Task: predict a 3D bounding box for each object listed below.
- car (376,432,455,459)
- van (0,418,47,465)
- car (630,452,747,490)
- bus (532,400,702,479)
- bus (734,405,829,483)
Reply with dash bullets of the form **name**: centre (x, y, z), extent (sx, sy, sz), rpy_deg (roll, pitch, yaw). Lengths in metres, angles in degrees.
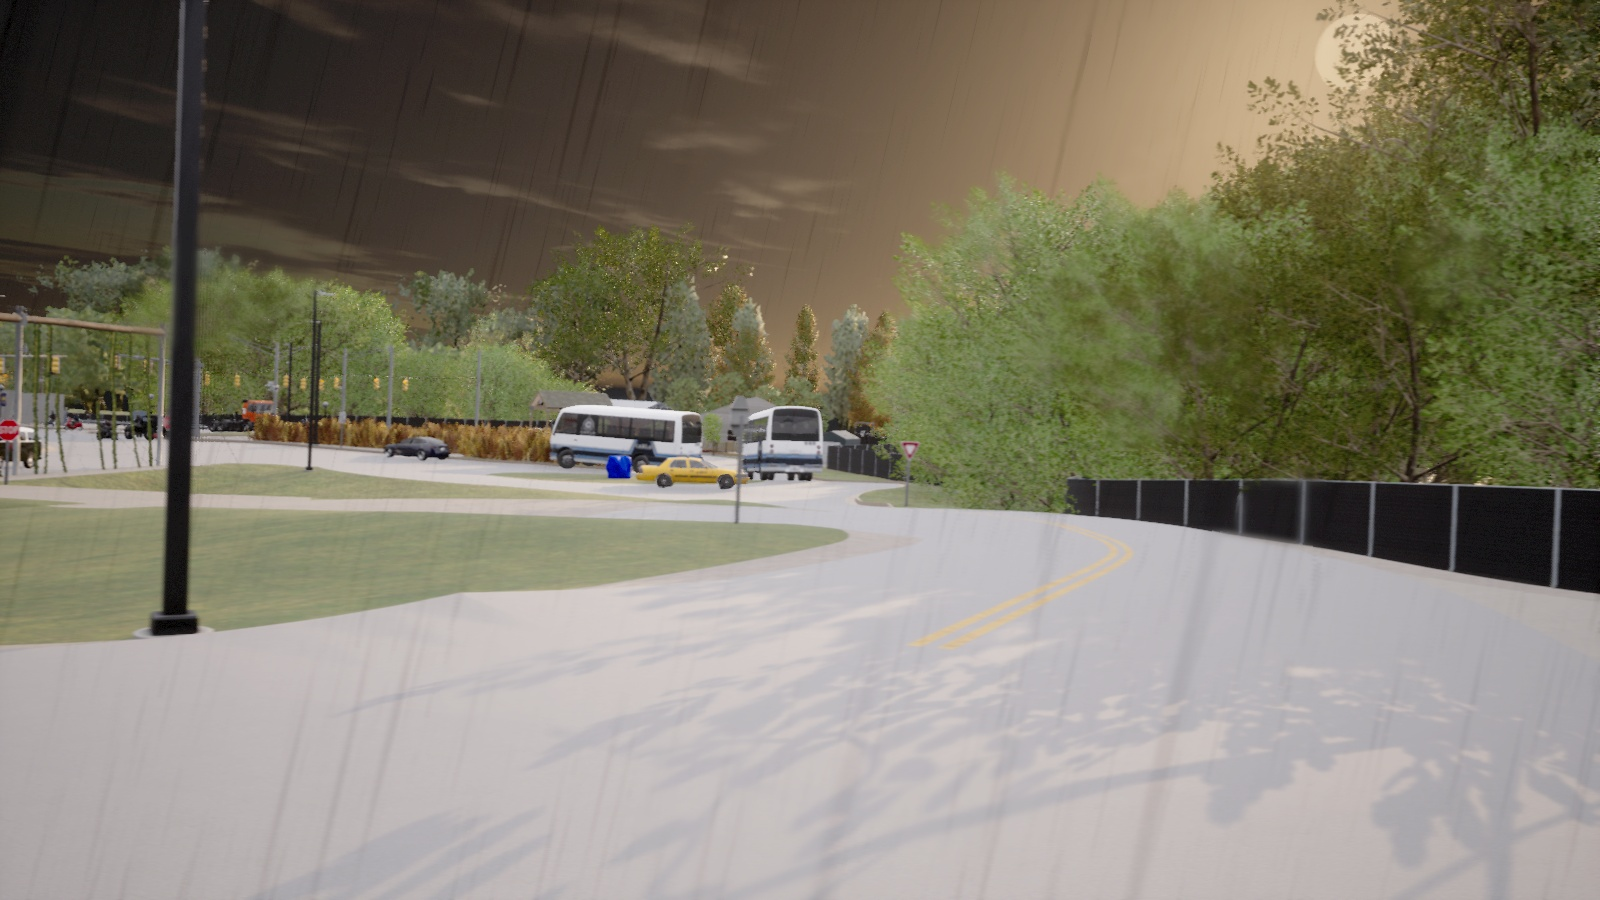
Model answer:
- **car**: centre (-25.255, -0.312, 82.446), extent (4.792, 1.488, 2.163), rpy_deg (5, 3, 29)
- **van**: centre (-37.699, -0.407, 58.911), extent (2.069, 2.038, 4.480), rpy_deg (3, 1, -2)
- **car**: centre (-5.279, 0.977, 59.902), extent (5.366, 1.575, 1.801), rpy_deg (2, 1, -1)
- **bus**: centre (-12.054, -0.777, 82.528), extent (10.273, 4.253, 3.944), rpy_deg (5, 3, 23)
- **bus**: centre (-1.297, -0.243, 75.766), extent (3.944, 4.253, 10.273), rpy_deg (2, -1, -10)
